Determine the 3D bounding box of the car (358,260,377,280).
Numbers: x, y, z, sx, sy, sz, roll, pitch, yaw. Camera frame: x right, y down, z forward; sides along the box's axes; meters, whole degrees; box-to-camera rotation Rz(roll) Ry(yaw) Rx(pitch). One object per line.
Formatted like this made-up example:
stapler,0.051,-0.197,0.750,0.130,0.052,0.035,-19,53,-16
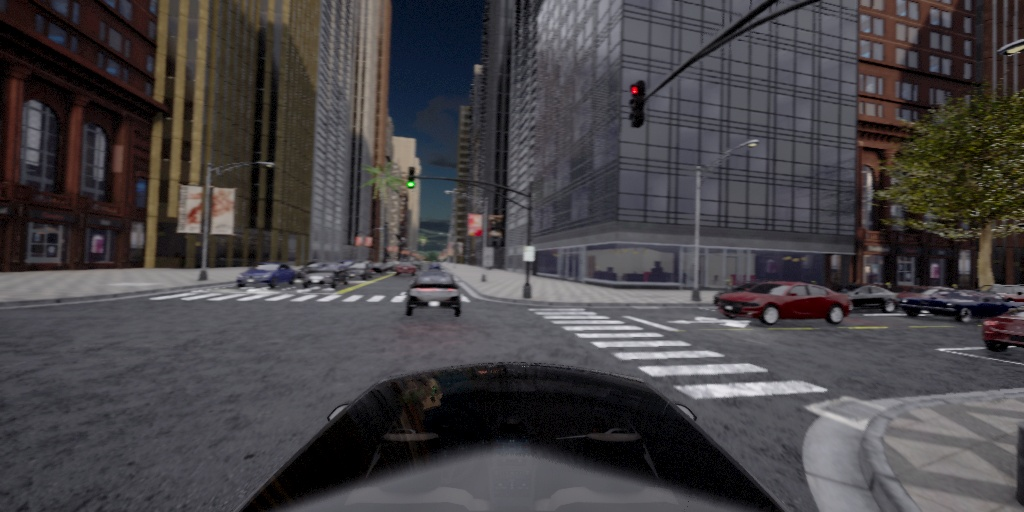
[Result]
car,-13.638,1.315,31.901,1.812,1.442,4.674,2,-1,-12

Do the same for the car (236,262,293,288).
car,-14.878,1.107,22.055,1.812,1.442,4.674,2,-1,-12

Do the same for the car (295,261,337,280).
car,-16.722,1.190,30.785,1.812,1.442,4.674,2,-1,-12

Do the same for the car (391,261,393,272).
car,-17.803,1.507,51.853,1.837,1.490,4.892,2,-1,-12

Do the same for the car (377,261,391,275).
car,-15.630,1.492,41.611,1.895,1.301,4.718,2,-1,-12

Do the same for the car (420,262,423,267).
car,-16.464,1.573,61.480,2.097,1.767,4.553,2,-1,-12

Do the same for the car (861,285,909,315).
car,17.233,2.110,18.251,4.313,1.339,1.948,0,0,-13

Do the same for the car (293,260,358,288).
car,-11.766,1.194,22.996,2.128,1.511,4.902,2,-1,-12

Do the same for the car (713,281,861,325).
car,10.464,1.730,13.895,5.008,1.535,1.882,2,-1,-14

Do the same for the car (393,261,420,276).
car,-12.268,1.361,41.934,2.097,1.767,4.553,2,-1,-12

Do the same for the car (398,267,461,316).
car,-3.003,1.349,13.922,2.128,1.511,4.902,2,-1,-12

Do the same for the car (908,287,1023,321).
car,20.127,2.186,16.089,4.718,1.301,1.895,2,-1,-13

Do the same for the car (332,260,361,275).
car,-18.793,1.248,40.892,1.882,1.535,5.008,2,-1,-12

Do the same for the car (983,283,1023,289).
car,28.221,2.368,20.761,4.097,1.591,1.967,0,0,-13

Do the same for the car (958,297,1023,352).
car,13.638,1.820,8.685,4.207,1.307,1.802,0,0,-13
